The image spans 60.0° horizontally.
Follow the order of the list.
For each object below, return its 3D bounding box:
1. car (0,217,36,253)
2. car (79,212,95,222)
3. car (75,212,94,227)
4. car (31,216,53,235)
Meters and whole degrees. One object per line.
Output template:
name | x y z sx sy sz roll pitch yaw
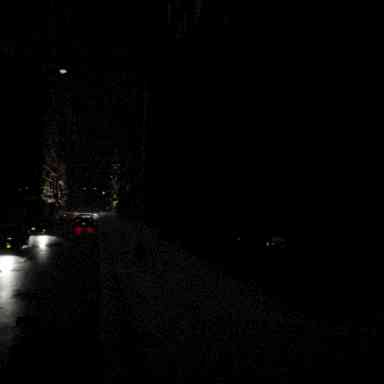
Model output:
car | -9.392 2.164 16.557 1.994 1.385 4.181 2 -3 -16
car | -15.055 3.586 47.870 1.895 1.301 4.718 2 -3 -15
car | -12.059 3.152 37.469 1.895 1.301 4.718 2 -3 -15
car | -12.123 2.566 26.167 1.994 1.385 4.181 2 -3 -16
